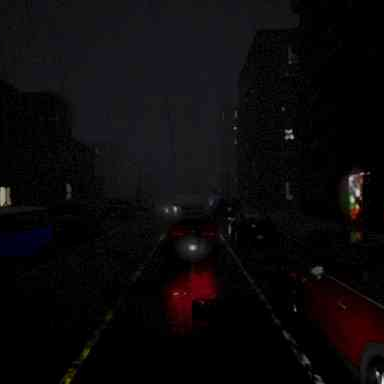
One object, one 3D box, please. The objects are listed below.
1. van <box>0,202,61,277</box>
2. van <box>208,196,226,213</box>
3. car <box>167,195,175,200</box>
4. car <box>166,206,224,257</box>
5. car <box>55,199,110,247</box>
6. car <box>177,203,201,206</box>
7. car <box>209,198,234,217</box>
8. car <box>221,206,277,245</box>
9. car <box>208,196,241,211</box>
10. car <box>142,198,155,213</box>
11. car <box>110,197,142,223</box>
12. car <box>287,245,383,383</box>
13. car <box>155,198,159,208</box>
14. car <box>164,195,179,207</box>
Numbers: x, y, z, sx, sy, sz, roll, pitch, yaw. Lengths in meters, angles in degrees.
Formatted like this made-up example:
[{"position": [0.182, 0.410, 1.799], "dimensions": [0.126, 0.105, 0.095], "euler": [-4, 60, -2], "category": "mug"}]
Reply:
[{"position": [-5.673, 1.344, 9.963], "dimensions": [1.690, 1.788, 3.998], "euler": [1, 0, 0], "category": "van"}, {"position": [2.706, 1.347, 36.991], "dimensions": [1.690, 1.788, 3.998], "euler": [1, 0, 0], "category": "van"}, {"position": [-5.680, 1.552, 91.450], "dimensions": [1.887, 1.381, 4.507], "euler": [1, 0, 0], "category": "car"}, {"position": [0.046, 1.509, 13.016], "dimensions": [1.837, 1.490, 4.892], "euler": [0, 0, 1], "category": "car"}, {"position": [-5.672, 1.318, 15.370], "dimensions": [2.192, 1.841, 5.009], "euler": [1, 0, 0], "category": "car"}, {"position": [0.039, 1.605, 27.374], "dimensions": [1.895, 1.301, 4.718], "euler": [0, 0, 1], "category": "car"}, {"position": [2.704, 1.445, 31.584], "dimensions": [1.967, 1.590, 4.097], "euler": [1, 0, 0], "category": "car"}, {"position": [2.703, 1.554, 15.363], "dimensions": [2.008, 1.369, 4.403], "euler": [1, 0, 0], "category": "car"}, {"position": [2.707, 1.320, 26.177], "dimensions": [2.192, 1.841, 5.009], "euler": [1, 0, 0], "category": "car"}, {"position": [-5.676, 1.446, 36.999], "dimensions": [1.967, 1.590, 4.097], "euler": [1, 0, 0], "category": "car"}, {"position": [-5.673, 1.320, 26.184], "dimensions": [2.192, 1.841, 5.009], "euler": [1, 0, 0], "category": "car"}, {"position": [2.705, 1.442, 4.549], "dimensions": [1.967, 1.590, 4.097], "euler": [1, 0, 0], "category": "car"}, {"position": [-5.679, 1.557, 47.813], "dimensions": [2.008, 1.369, 4.403], "euler": [1, 0, 0], "category": "car"}, {"position": [-3.053, 1.572, 50.375], "dimensions": [1.994, 1.385, 4.181], "euler": [0, 0, 0], "category": "car"}]
